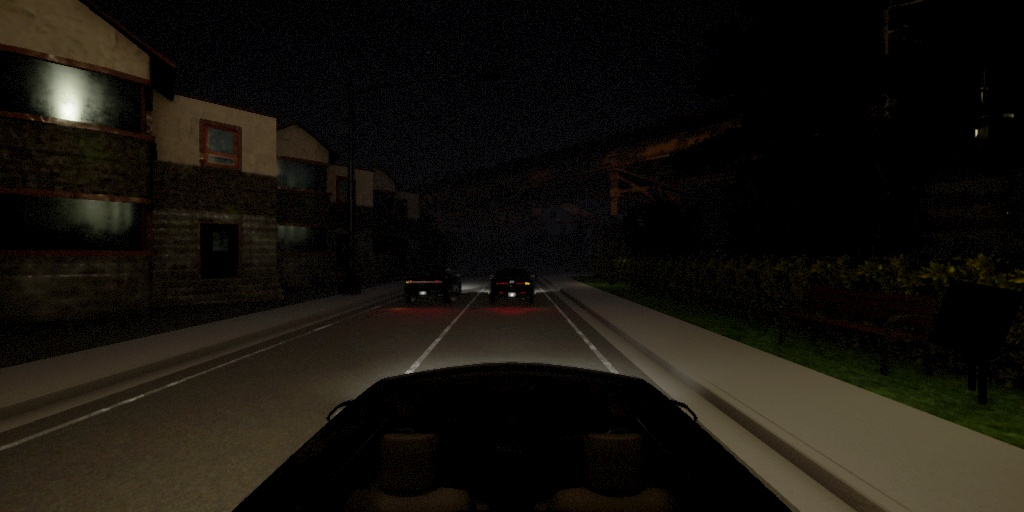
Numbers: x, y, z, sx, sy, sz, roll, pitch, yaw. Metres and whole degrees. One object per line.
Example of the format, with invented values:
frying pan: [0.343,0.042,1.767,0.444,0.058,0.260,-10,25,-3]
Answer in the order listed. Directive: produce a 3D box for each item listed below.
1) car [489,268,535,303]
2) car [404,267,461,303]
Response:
car: [0.000,1.265,16.500,1.837,1.490,4.892,0,0,0]
car: [-3.500,1.244,16.500,2.128,1.511,4.902,0,0,0]
